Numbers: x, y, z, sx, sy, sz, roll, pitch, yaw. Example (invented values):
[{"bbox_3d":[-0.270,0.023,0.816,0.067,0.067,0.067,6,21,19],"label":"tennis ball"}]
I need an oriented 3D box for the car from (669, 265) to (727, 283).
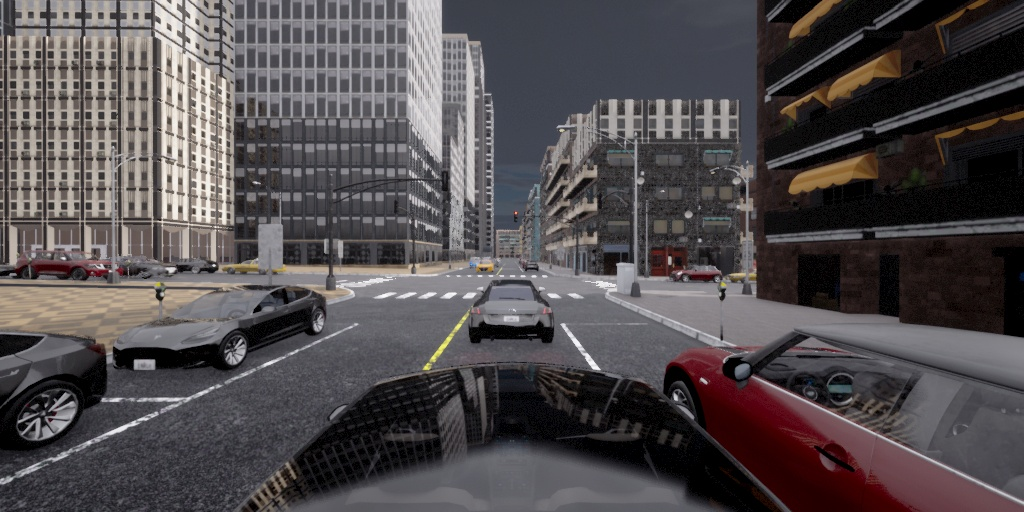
[{"bbox_3d":[15.925,1.507,31.248,4.097,1.591,1.967,0,0,-1],"label":"car"}]

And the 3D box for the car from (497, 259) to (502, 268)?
[{"bbox_3d":[-3.257,1.248,60.649,2.128,1.511,4.902,0,0,0],"label":"car"}]

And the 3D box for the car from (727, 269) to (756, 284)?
[{"bbox_3d":[21.277,1.697,31.325,4.829,1.417,1.751,0,0,-1],"label":"car"}]

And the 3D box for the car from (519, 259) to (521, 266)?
[{"bbox_3d":[2.522,1.300,57.378,1.888,1.381,4.507,0,0,0],"label":"car"}]

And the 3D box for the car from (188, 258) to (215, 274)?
[{"bbox_3d":[-27.575,0.815,30.622,4.313,1.339,1.948,0,0,-1],"label":"car"}]

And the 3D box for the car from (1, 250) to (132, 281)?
[{"bbox_3d":[-27.446,0.590,22.241,5.009,1.841,2.192,0,0,-1],"label":"car"}]

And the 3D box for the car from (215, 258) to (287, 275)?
[{"bbox_3d":[-22.131,0.879,30.788,4.829,1.417,1.751,0,0,-1],"label":"car"}]

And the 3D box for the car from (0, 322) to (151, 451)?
[{"bbox_3d":[-5.689,1.316,2.494,1.948,1.339,4.313,0,0,0],"label":"car"}]

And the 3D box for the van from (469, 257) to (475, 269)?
[{"bbox_3d":[-5.859,1.096,57.351,1.690,1.789,3.998,0,0,0],"label":"van"}]

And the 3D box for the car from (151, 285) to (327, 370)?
[{"bbox_3d":[-5.705,1.315,7.740,1.948,1.339,4.313,0,0,0],"label":"car"}]

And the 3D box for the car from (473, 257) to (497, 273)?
[{"bbox_3d":[-3.224,1.230,43.391,1.882,1.535,5.008,0,1,0],"label":"car"}]

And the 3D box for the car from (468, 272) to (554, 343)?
[{"bbox_3d":[-0.020,1.313,9.675,1.994,1.385,4.181,0,0,0],"label":"car"}]

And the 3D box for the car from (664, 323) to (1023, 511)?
[{"bbox_3d":[2.692,1.190,2.521,1.967,1.591,4.097,0,0,0],"label":"car"}]

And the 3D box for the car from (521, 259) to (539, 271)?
[{"bbox_3d":[2.553,1.319,47.411,1.948,1.339,4.313,0,0,0],"label":"car"}]

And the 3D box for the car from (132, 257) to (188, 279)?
[{"bbox_3d":[-26.071,0.785,24.851,4.902,1.511,2.128,1,0,-1],"label":"car"}]
